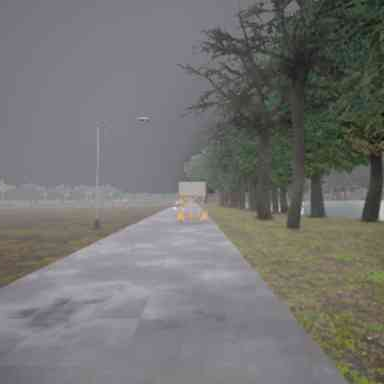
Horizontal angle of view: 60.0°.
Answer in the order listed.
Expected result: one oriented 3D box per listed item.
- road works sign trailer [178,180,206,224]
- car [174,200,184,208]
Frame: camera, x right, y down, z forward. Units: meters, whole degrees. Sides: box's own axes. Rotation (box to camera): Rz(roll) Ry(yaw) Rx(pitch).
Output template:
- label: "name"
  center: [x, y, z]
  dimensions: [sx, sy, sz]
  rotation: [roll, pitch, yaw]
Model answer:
- label: "road works sign trailer"
  center: [0.005, 0.790, 27.798]
  dimensions: [2.380, 3.560, 2.880]
  rotation: [0, -1, 0]
- label: "car"
  center: [-2.737, 2.522, 70.986]
  dimensions: [1.882, 1.535, 5.008]
  rotation: [0, -1, 0]
